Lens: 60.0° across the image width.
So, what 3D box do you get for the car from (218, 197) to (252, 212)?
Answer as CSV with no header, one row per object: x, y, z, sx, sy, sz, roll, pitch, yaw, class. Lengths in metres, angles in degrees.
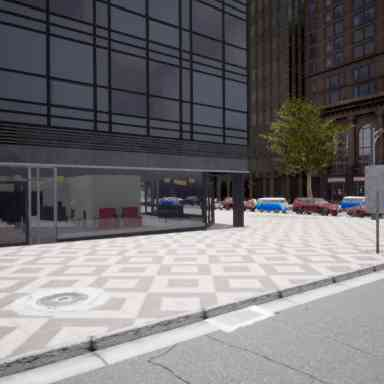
6.169,1.627,43.680,2.192,1.841,5.009,-1,0,-35,car

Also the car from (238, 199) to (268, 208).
9.731,1.804,53.393,1.752,1.417,4.829,-1,0,-35,car

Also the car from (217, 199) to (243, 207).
6.540,1.873,57.884,1.887,1.381,4.507,-1,0,-35,car

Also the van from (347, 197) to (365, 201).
19.692,1.457,39.364,1.690,1.788,3.998,-1,0,-35,van

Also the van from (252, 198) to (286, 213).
9.458,1.600,39.050,1.690,1.788,3.998,-1,0,-35,van

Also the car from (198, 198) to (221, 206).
3.252,1.930,62.513,2.008,1.369,4.403,-1,0,-35,car

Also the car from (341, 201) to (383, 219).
16.043,1.728,29.790,1.802,1.307,4.206,-1,0,-35,car

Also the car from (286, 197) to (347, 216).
12.747,1.518,34.419,2.192,1.841,5.009,-1,0,-35,car

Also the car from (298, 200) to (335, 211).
16.408,1.737,43.995,1.947,1.339,4.313,-1,0,-35,car

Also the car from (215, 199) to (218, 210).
2.884,1.915,48.311,2.008,1.369,4.403,-1,0,-35,car
